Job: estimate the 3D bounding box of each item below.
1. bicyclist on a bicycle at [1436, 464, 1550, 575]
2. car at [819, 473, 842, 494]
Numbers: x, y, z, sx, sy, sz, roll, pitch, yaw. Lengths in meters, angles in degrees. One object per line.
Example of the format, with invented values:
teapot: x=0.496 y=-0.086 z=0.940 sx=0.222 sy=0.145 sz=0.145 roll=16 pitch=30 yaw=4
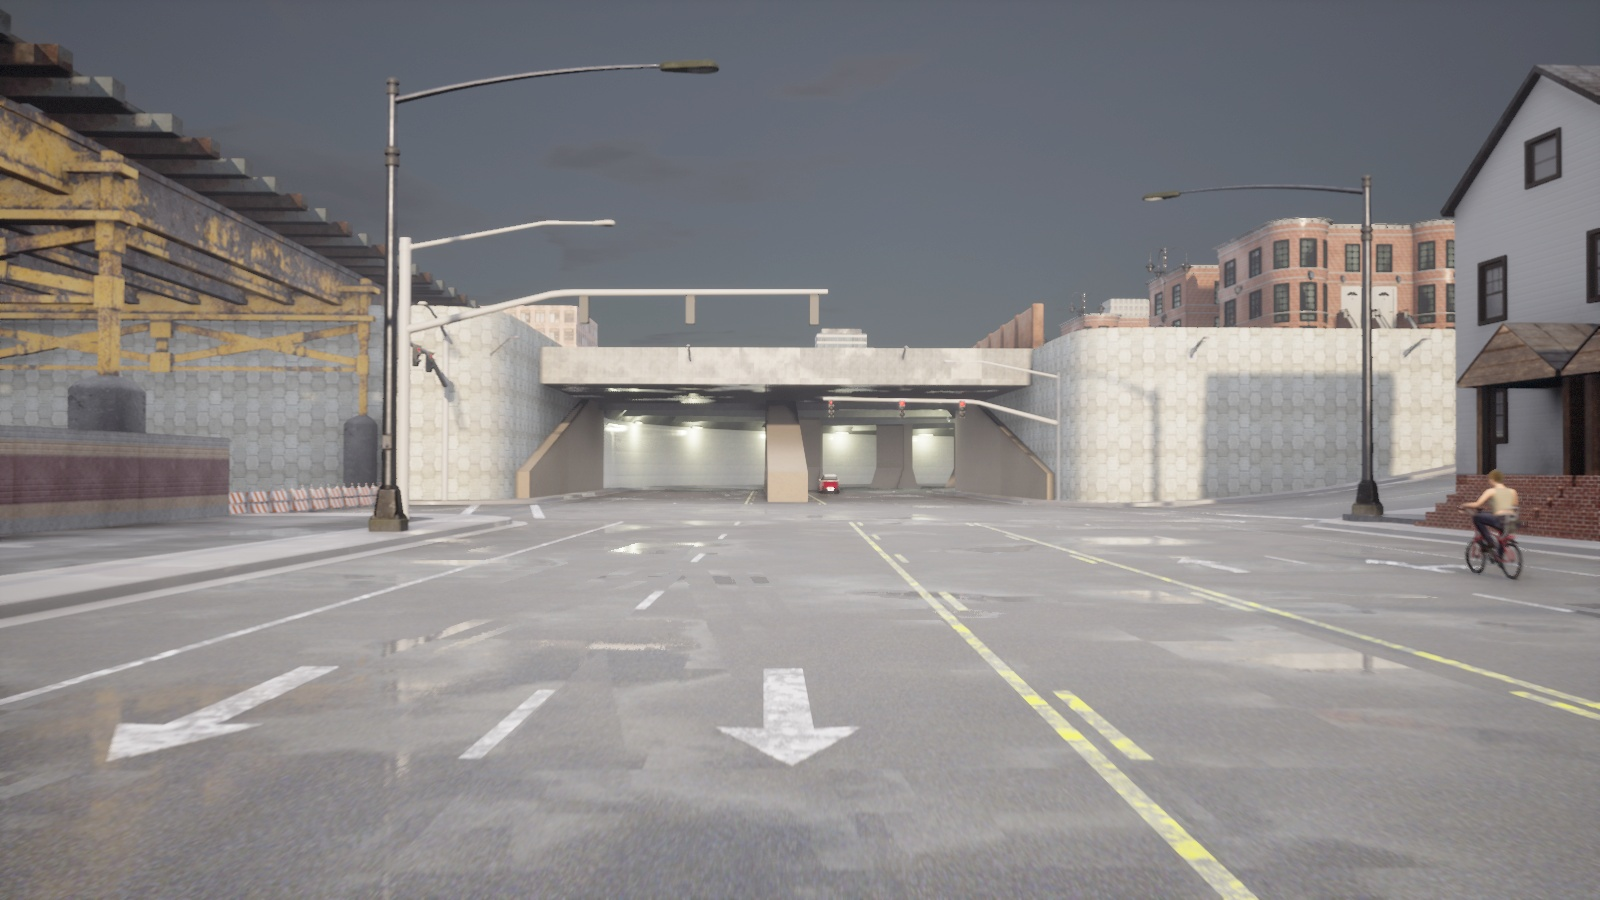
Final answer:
bicyclist on a bicycle: x=10.456 y=1.028 z=19.008 sx=0.866 sy=1.612 sz=1.509 roll=0 pitch=-1 yaw=0
car: x=2.079 y=2.320 z=87.137 sx=1.481 sy=1.376 sz=2.207 roll=0 pitch=-1 yaw=-2
